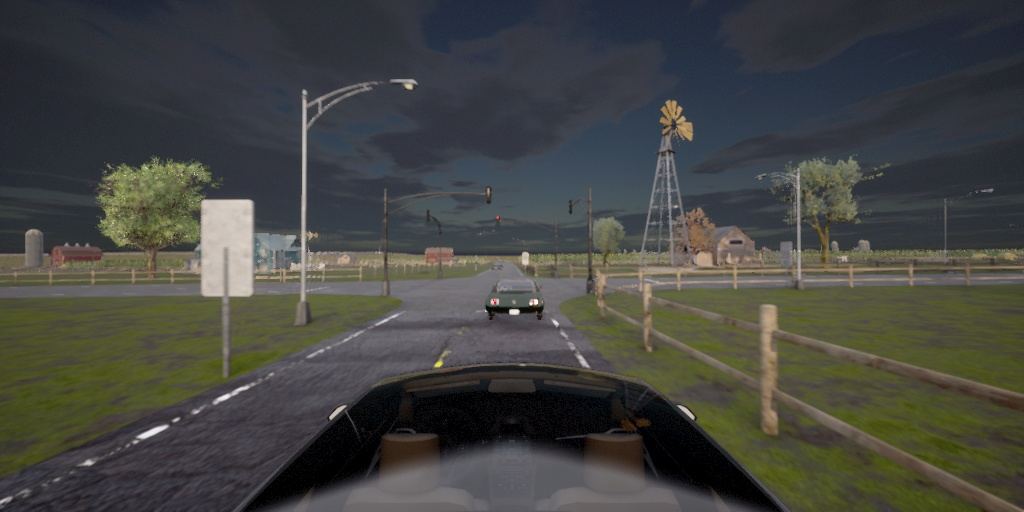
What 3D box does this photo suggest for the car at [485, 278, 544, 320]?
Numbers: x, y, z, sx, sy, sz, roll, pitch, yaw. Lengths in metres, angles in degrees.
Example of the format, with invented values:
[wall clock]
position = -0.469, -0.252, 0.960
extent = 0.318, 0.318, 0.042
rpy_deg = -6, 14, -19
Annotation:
[car]
position = 0.196, 1.475, 13.313
extent = 1.895, 1.301, 4.718
rpy_deg = 0, -1, 3
